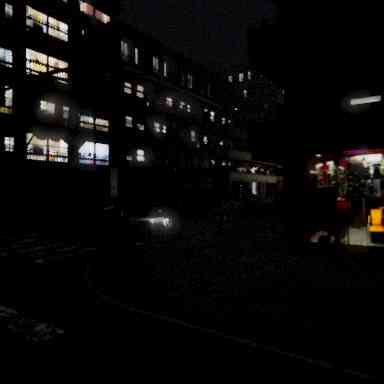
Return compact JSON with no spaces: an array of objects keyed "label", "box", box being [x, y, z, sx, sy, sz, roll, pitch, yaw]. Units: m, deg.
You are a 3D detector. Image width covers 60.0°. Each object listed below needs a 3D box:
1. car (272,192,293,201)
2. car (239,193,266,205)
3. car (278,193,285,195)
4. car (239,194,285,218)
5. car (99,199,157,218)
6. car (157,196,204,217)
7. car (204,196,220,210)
[{"label":"car","box":[14.571,0.700,53.303,1.947,1.339,4.313,1,1,35]},{"label":"car","box":[8.049,0.897,44.049,1.802,1.307,4.206,1,1,35]},{"label":"car","box":[8.357,1.054,29.934,1.802,1.307,4.206,1,1,35]},{"label":"car","box":[5.154,1.107,25.265,1.887,1.381,4.507,1,1,35]},{"label":"car","box":[-5.101,1.245,25.615,1.947,1.339,4.313,1,1,35]},{"label":"car","box":[-1.247,1.189,26.383,1.994,1.385,4.181,0,1,35]},{"label":"car","box":[1.528,1.063,34.799,1.947,1.339,4.313,1,1,35]}]
